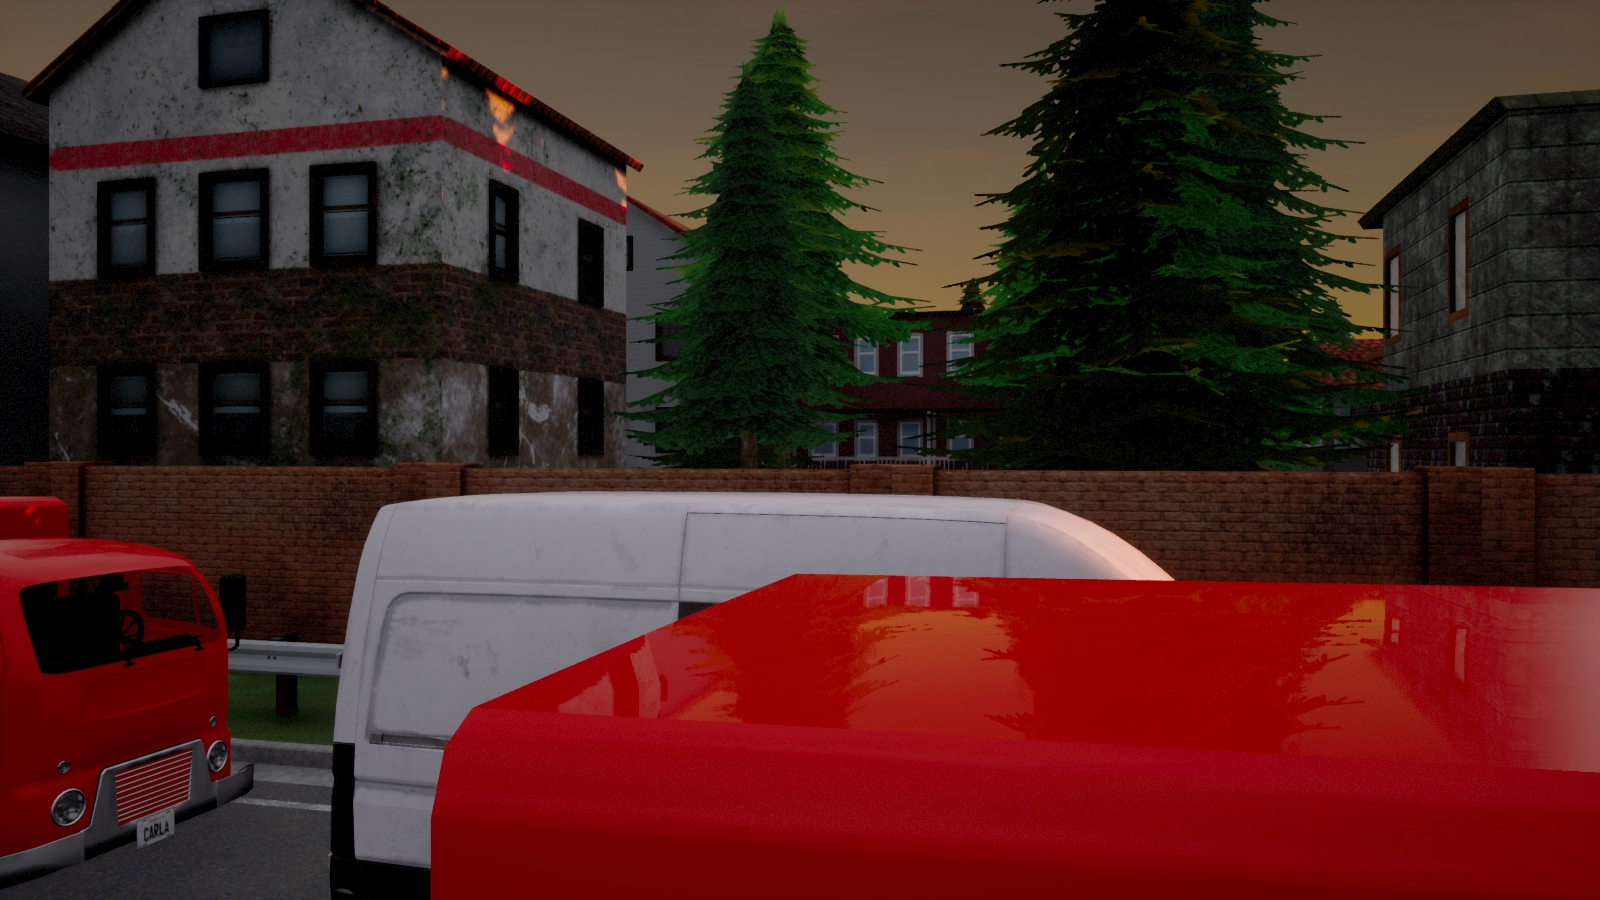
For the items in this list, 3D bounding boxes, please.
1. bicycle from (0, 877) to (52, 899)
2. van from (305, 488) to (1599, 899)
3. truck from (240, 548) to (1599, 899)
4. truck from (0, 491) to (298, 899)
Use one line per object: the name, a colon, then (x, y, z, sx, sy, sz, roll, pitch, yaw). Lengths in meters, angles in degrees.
bicycle: (-3.101, 2.056, 3.494, 1.643, 1.496, 0.373, 0, 0, 16)
van: (0.608, 1.535, 6.000, 5.915, 2.561, 1.988, 0, 0, 15)
truck: (2.192, 1.568, 1.959, 5.204, 2.467, 2.627, 0, 0, 15)
truck: (-6.587, 1.568, 7.895, 5.204, 2.467, 2.627, 0, 0, 15)
